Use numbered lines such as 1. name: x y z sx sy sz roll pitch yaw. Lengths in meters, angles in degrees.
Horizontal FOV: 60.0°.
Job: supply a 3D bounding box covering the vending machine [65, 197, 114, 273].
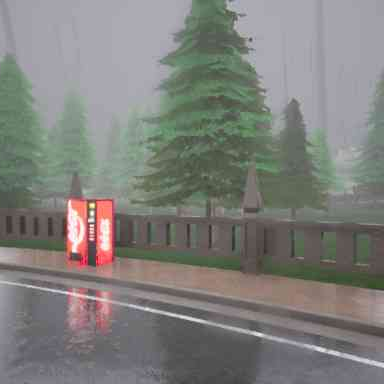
1. vending machine: -3.012 1.195 9.875 0.880 2.100 1.100 0 0 25
